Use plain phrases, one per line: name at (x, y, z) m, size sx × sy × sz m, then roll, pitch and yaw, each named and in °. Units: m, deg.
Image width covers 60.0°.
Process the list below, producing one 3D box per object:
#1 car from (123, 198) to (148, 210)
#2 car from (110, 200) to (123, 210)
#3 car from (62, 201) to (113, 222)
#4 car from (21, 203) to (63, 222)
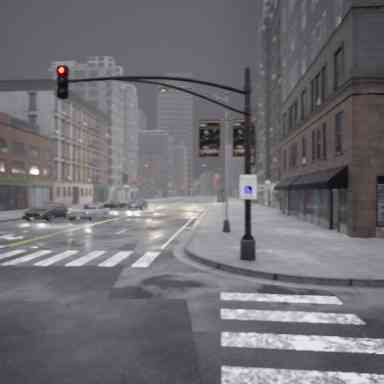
car at (-6.968, 1.558, 43.198) m, size 2.128 × 1.511 × 4.902 m, roll 0°, pitch 0°, yaw 5°
car at (-10.164, 1.677, 43.917) m, size 1.895 × 1.301 × 4.718 m, roll 0°, pitch 0°, yaw 5°
car at (-8.316, 1.633, 26.990) m, size 1.895 × 1.301 × 4.718 m, roll 0°, pitch 0°, yaw 5°
car at (-11.566, 1.585, 27.115) m, size 2.033 × 1.411 × 5.357 m, roll 0°, pitch 0°, yaw 5°
